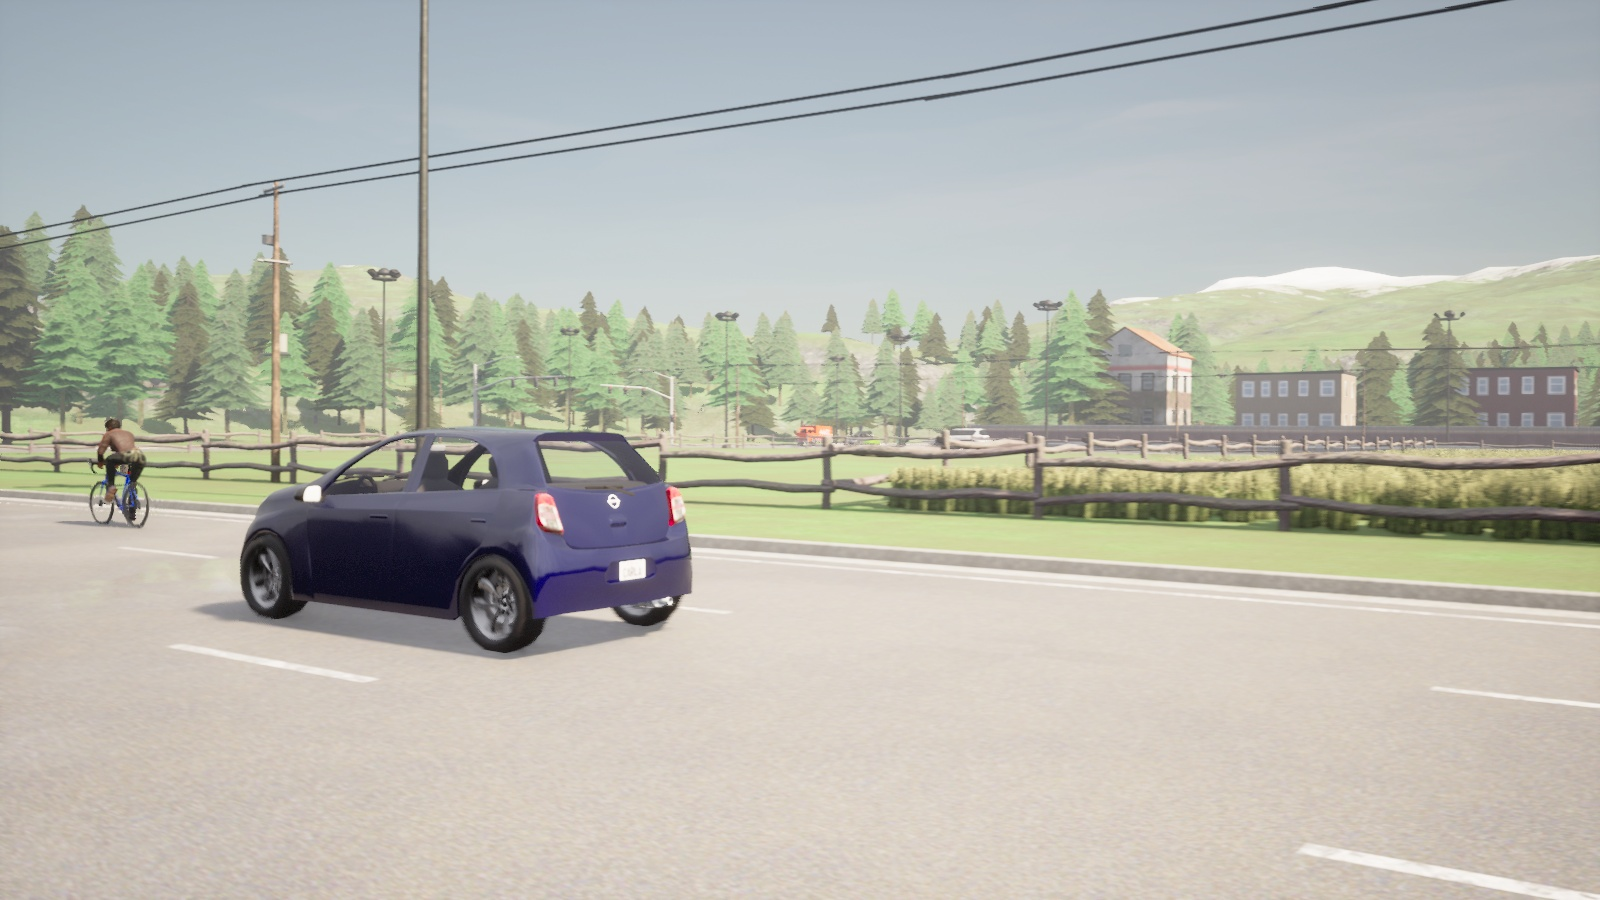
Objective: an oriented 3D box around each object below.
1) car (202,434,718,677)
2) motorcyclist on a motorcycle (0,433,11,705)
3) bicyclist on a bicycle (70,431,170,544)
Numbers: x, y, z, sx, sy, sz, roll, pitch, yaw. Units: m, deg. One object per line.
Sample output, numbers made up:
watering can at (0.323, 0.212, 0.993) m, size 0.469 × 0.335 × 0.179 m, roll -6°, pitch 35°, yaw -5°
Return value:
car at (-2.642, 0.647, 9.581) m, size 3.633 × 1.501 × 1.845 m, roll 0°, pitch 1°, yaw 34°
motorcyclist on a motorcycle at (-5.523, 0.673, 7.293) m, size 2.044 × 1.523 × 0.797 m, roll 0°, pitch 1°, yaw 34°
bicyclist on a bicycle at (-10.190, 0.541, 18.795) m, size 1.656 × 1.620 × 0.582 m, roll 0°, pitch 1°, yaw 34°
